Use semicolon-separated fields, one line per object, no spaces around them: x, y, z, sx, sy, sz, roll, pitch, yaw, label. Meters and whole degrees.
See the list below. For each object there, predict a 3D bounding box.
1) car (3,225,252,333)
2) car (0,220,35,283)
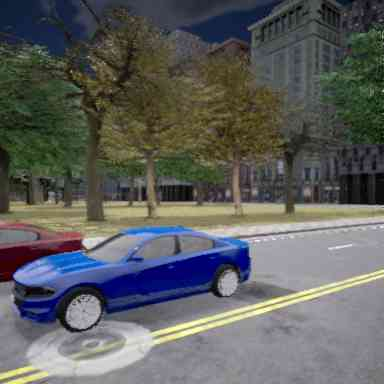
-0.943;1.496;6.990;5.008;1.535;1.882;0;0;-35;car
-5.122;1.480;8.007;5.008;1.535;1.882;0;0;-35;car
